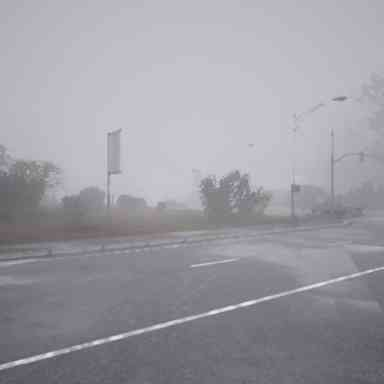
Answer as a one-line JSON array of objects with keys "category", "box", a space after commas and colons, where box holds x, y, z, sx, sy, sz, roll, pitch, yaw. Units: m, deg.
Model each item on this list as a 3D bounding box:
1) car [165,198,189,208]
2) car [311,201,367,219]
[{"category": "car", "box": [-2.446, 1.651, 50.868, 1.812, 1.442, 4.674, 0, 0, -39]}, {"category": "car", "box": [13.537, 1.643, 30.938, 2.128, 1.511, 4.902, 0, 1, -39]}]
